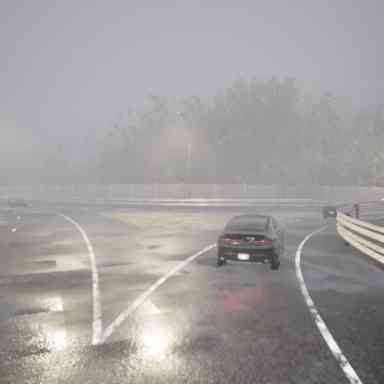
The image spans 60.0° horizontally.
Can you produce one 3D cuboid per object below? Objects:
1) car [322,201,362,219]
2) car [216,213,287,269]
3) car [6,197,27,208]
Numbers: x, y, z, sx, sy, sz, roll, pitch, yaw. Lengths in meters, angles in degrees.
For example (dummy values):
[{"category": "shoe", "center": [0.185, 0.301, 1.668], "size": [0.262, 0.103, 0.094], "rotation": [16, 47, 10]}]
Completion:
[{"category": "car", "center": [12.905, 1.498, 28.378], "size": [1.882, 1.535, 5.008], "rotation": [0, 0, 45]}, {"category": "car", "center": [2.115, 1.495, 11.335], "size": [1.837, 1.490, 4.892], "rotation": [0, 0, 17]}, {"category": "car", "center": [-23.524, 1.312, 44.669], "size": [2.033, 1.411, 5.357], "rotation": [0, 0, -37]}]
